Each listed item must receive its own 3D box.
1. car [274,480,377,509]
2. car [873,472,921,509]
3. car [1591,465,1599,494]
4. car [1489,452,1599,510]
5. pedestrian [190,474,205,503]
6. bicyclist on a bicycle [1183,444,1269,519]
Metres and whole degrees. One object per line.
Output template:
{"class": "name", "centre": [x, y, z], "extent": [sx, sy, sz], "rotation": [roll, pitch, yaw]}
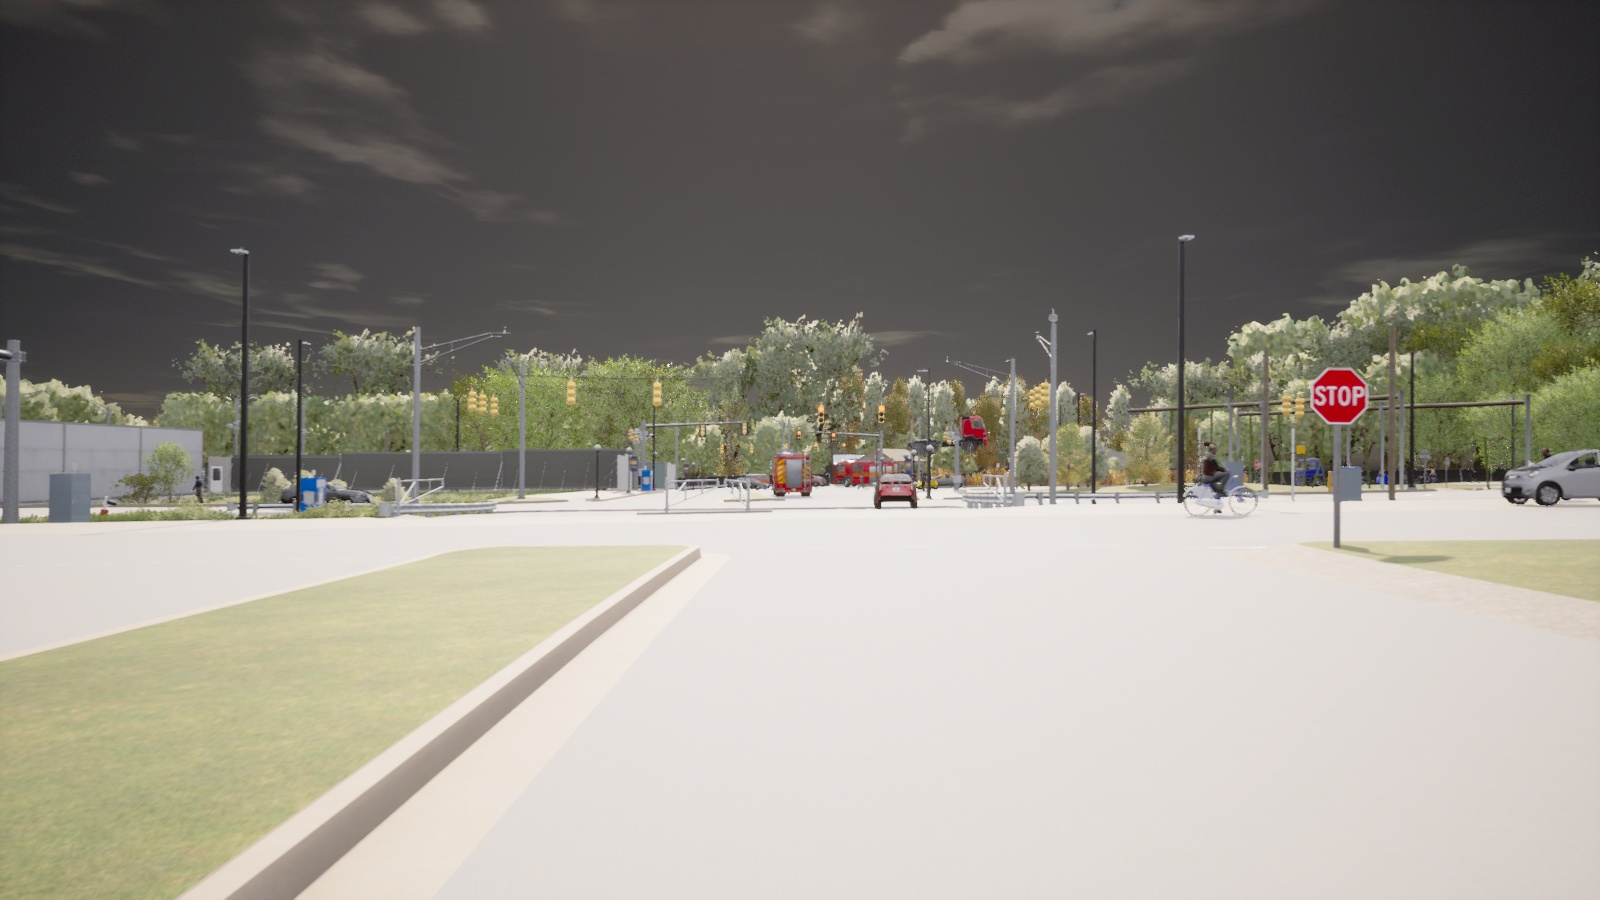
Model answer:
{"class": "car", "centre": [-26.153, 2.442, 69.335], "extent": [4.902, 1.511, 2.128], "rotation": [0, -1, 1]}
{"class": "car", "centre": [4.193, 1.740, 54.859], "extent": [2.007, 1.525, 4.514], "rotation": [-1, -1, 3]}
{"class": "car", "centre": [44.080, 1.509, 65.343], "extent": [4.514, 1.525, 2.007], "rotation": [-1, -1, -1]}
{"class": "car", "centre": [21.026, 0.817, 34.086], "extent": [3.633, 1.501, 1.845], "rotation": [-1, -1, 1]}
{"class": "pedestrian", "centre": [-37.962, 2.433, 79.104], "extent": [0.726, 1.835, 0.370], "rotation": [1, -1, 0]}
{"class": "bicyclist on a bicycle", "centre": [10.370, 0.766, 30.576], "extent": [1.843, 1.776, 0.659], "rotation": [-1, 0, -4]}
